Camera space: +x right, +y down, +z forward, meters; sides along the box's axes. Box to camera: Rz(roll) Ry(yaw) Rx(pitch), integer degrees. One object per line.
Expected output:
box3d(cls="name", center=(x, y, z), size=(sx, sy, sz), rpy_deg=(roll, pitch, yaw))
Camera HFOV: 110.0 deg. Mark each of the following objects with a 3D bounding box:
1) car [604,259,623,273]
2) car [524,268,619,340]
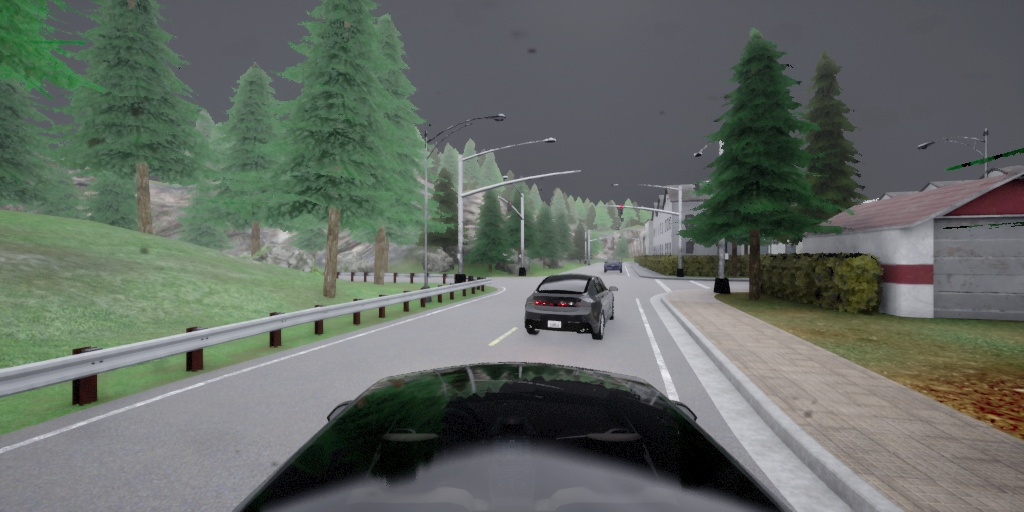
box3d(cls="car", center=(12.455, 1.102, 44.056), size=(2.097, 1.767, 4.553), rpy_deg=(0, 0, 17))
box3d(cls="car", center=(1.800, 1.255, 10.152), size=(1.837, 1.490, 4.892), rpy_deg=(0, 0, 21))
